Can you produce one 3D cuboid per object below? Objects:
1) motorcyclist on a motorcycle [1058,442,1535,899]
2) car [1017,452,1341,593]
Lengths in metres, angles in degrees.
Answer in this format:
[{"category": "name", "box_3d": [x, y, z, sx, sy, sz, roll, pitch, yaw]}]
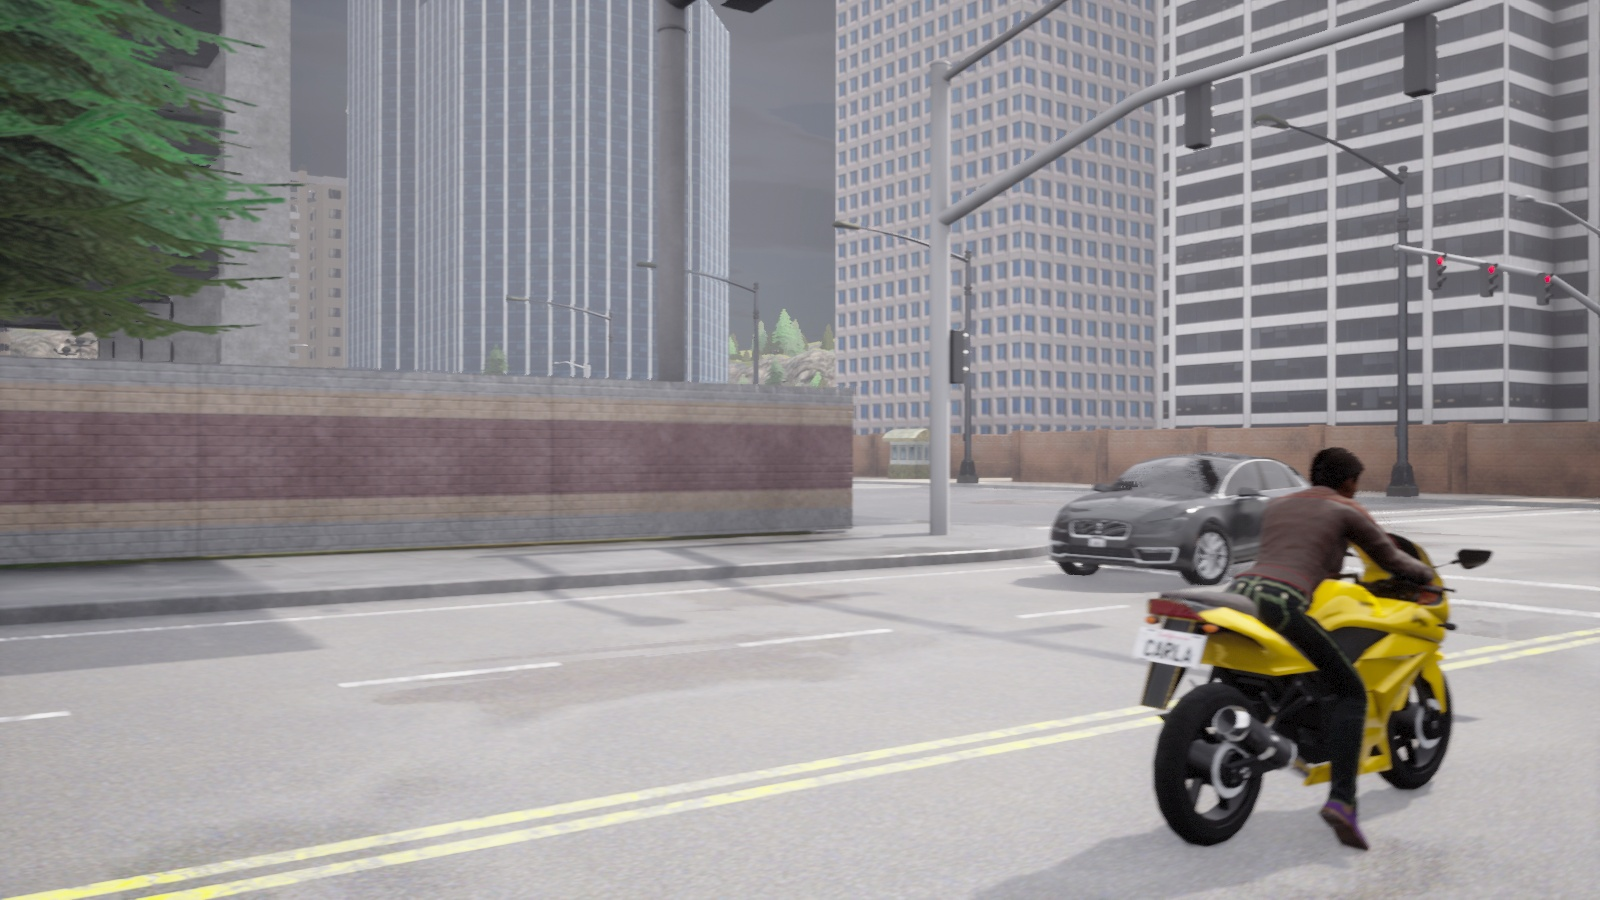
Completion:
[{"category": "motorcyclist on a motorcycle", "box_3d": [2.062, 0.735, 5.096, 2.044, 1.523, 0.797, 0, 0, -35]}, {"category": "car", "box_3d": [4.898, 0.778, 15.752, 1.837, 1.490, 4.892, 0, 0, 44]}]
